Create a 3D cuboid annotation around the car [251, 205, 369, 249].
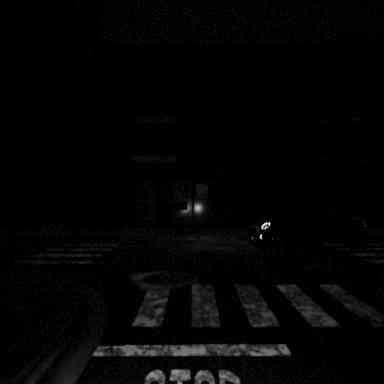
[{"bbox_3d":[4.829,1.356,14.101,4.553,1.767,2.097,0,0,0],"label":"car"}]
